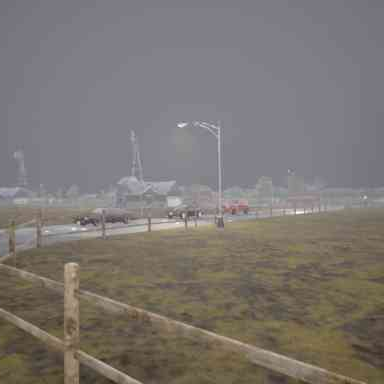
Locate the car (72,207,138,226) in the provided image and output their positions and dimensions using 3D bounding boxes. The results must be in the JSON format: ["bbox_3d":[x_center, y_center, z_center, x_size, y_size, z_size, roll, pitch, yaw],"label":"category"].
[{"bbox_3d":[-6.700,1.884,26.339,2.033,1.411,5.357,-2,-2,36],"label":"car"}]

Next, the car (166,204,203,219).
[{"bbox_3d":[-0.680,2.013,34.755,1.837,1.490,4.892,-2,-2,36],"label":"car"}]

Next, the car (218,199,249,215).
[{"bbox_3d":[5.511,1.912,43.417,2.150,2.045,5.566,-2,-2,36],"label":"car"}]
